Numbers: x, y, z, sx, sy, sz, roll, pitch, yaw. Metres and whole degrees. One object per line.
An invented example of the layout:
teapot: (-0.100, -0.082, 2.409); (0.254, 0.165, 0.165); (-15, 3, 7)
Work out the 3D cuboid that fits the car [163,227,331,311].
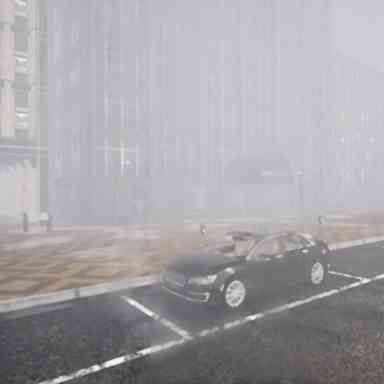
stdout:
car: (1.413, 1.527, 7.613); (4.403, 1.369, 2.008); (0, 0, -36)
